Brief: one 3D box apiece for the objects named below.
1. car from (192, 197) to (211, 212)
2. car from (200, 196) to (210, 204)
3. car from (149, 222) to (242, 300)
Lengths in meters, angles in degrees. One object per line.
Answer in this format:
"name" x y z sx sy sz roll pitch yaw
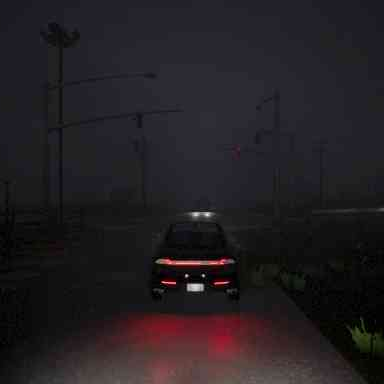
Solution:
"car" 1.125 1.529 37.307 1.994 1.385 4.181 0 0 3
"car" 2.640 1.490 65.905 1.812 1.442 4.674 0 0 4
"car" 0.078 1.492 8.364 2.128 1.511 4.902 0 0 0
